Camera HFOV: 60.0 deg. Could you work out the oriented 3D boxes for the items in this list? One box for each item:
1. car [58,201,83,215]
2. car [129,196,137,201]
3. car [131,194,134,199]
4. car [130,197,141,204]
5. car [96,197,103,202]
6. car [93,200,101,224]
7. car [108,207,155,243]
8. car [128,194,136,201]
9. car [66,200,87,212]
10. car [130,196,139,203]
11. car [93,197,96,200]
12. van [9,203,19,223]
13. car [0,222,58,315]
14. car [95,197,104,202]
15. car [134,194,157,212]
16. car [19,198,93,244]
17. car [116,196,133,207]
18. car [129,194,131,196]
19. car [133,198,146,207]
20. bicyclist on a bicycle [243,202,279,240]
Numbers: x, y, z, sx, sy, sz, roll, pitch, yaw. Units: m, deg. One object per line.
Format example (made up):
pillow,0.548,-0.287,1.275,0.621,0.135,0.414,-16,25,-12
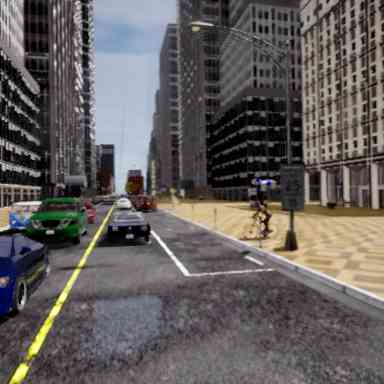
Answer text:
car,-13.429,1.766,36.944,1.947,1.339,4.313,-1,0,-12
car,-15.635,1.754,87.450,1.947,1.339,4.313,-1,0,-12
car,-7.549,1.403,49.529,2.192,1.841,5.009,-1,0,-12
car,-12.168,1.696,71.198,2.008,1.369,4.403,-1,0,-12
car,-21.518,1.884,74.867,1.802,1.307,4.206,-1,0,-12
car,-8.473,1.650,26.145,1.812,1.442,4.674,-1,0,-12
car,-3.178,1.642,16.639,1.895,1.301,4.718,-1,0,-12
car,-16.794,1.518,92.867,2.192,1.841,5.009,-1,0,-12
car,-14.585,1.766,42.361,2.008,1.369,4.403,-1,0,-12
car,-13.360,1.686,76.782,1.752,1.417,4.829,-1,0,-12
car,-16.896,1.826,53.197,1.802,1.307,4.206,-1,0,-12
van,-9.966,1.495,20.692,1.690,1.788,3.998,-1,0,-12
car,-4.472,1.635,7.343,1.994,1.385,4.181,-1,0,-12
car,-23.829,1.912,85.701,1.802,1.307,4.206,-1,0,-12
car,-5.238,1.373,38.693,2.192,1.841,5.009,-1,0,-12
car,-6.401,1.319,16.368,2.150,2.045,5.566,-1,0,-12
car,-9.402,1.648,45.787,1.812,1.442,4.674,-1,0,-12
car,-9.860,1.432,60.363,2.192,1.841,5.009,-1,0,-12
car,-8.701,1.668,54.946,1.947,1.339,4.313,-1,0,-12
bicyclist on a bicycle,2.969,1.238,14.303,1.656,1.620,0.582,-1,0,-12
